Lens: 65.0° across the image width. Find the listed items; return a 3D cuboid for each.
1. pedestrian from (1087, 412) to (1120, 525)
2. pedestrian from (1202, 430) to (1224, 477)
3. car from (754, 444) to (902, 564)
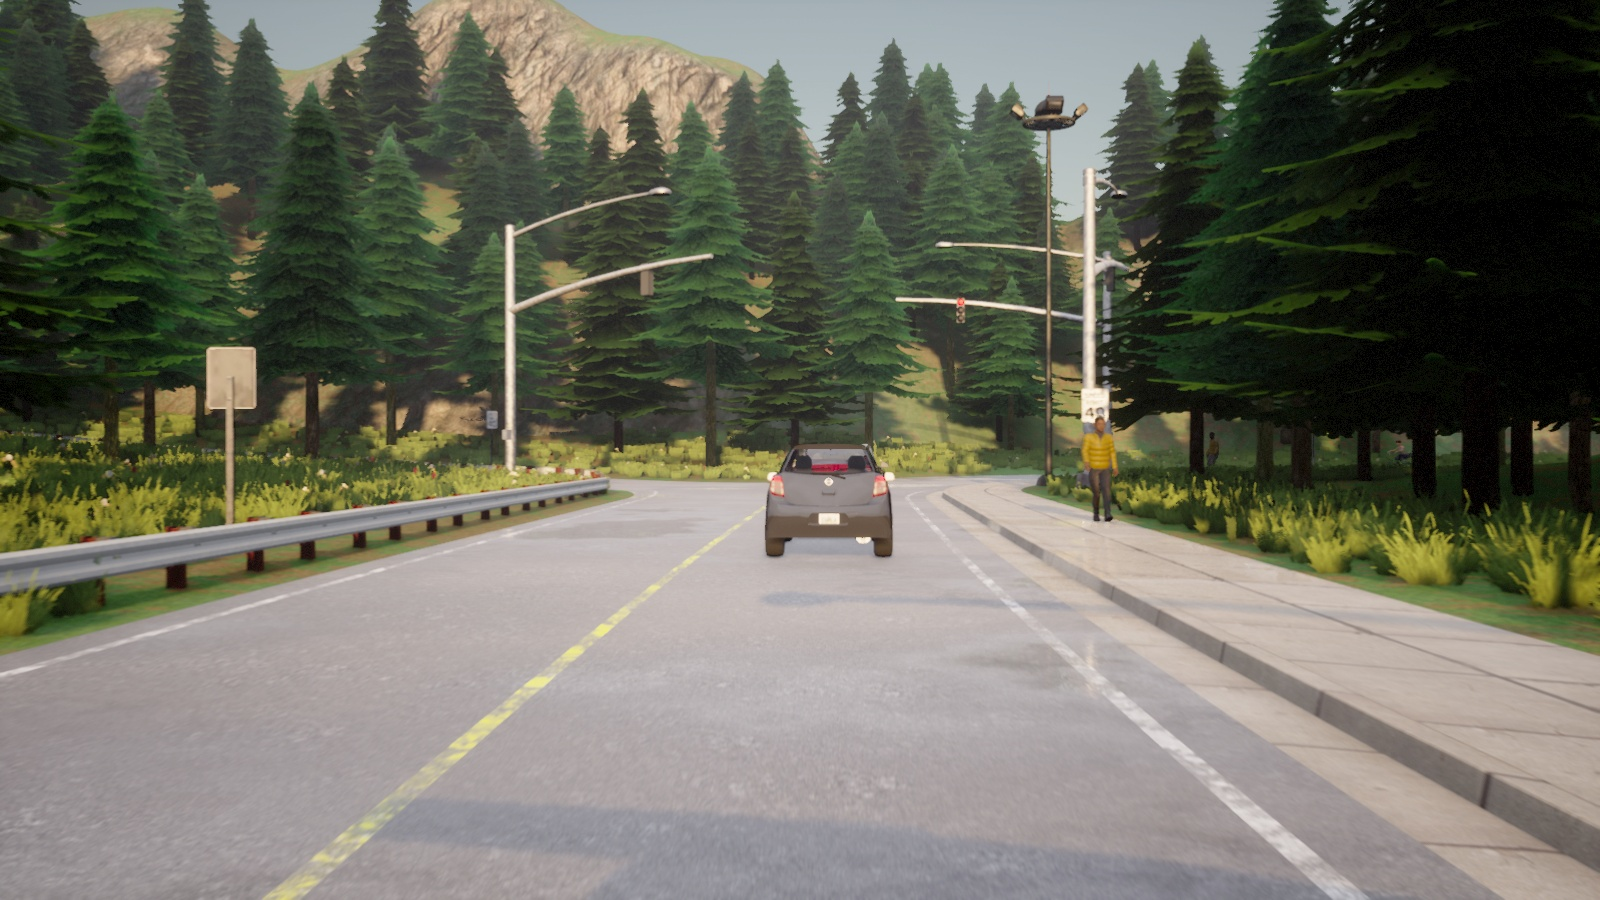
[{"bbox_3d":[5.034,0.295,20.870,0.431,1.840,0.709,0,0,5],"label":"pedestrian"},{"bbox_3d":[16.510,0.140,50.193,0.709,1.840,0.431,0,0,-21],"label":"pedestrian"},{"bbox_3d":[0.421,0.662,17.492,1.845,1.501,3.633,0,0,2],"label":"car"}]
